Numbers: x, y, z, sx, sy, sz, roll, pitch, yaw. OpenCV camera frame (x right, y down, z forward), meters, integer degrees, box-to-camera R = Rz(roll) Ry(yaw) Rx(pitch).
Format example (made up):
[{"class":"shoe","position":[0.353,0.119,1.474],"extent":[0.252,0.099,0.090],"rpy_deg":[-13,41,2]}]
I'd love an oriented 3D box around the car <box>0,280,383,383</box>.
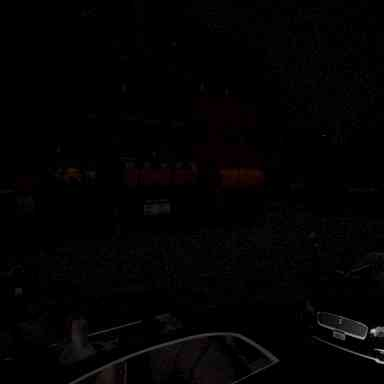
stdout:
[{"class":"car","position":[-0.827,1.551,2.246],"extent":[4.403,1.369,2.008],"rpy_deg":[0,-2,-36]}]

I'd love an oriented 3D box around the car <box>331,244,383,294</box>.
[{"class":"car","position":[3.605,1.548,5.416],"extent":[4.403,1.369,2.008],"rpy_deg":[0,-2,-36]}]
